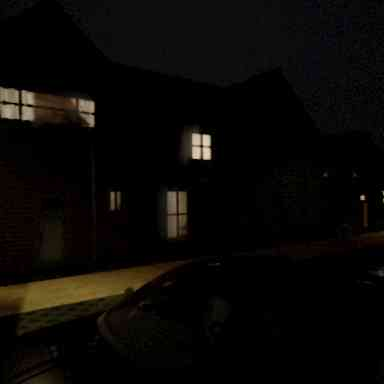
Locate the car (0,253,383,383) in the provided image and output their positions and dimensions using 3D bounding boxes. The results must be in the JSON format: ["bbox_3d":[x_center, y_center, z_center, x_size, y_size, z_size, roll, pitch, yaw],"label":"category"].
[{"bbox_3d":[0.393,1.475,3.350,5.008,1.535,1.882,0,0,-35],"label":"car"}]
